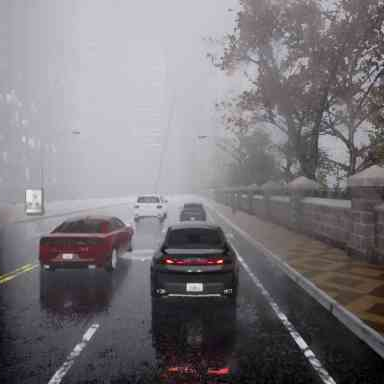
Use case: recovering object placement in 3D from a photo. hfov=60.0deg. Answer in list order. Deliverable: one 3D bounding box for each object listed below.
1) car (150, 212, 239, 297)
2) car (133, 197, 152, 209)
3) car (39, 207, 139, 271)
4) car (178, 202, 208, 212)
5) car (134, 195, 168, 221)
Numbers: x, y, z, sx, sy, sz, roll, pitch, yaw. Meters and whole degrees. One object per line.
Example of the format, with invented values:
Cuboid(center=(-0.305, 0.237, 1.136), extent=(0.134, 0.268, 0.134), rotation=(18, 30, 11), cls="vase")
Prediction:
Cuboid(center=(0.067, 1.503, 8.529), extent=(1.837, 1.490, 4.892), rotation=(0, 0, 0), cls="car")
Cuboid(center=(-6.508, 1.400, 44.297), extent=(1.882, 1.535, 5.008), rotation=(0, 0, 0), cls="car")
Cuboid(center=(-3.151, 1.475, 10.886), extent=(1.882, 1.535, 5.008), rotation=(0, 0, 0), cls="car")
Cuboid(center=(0.071, 1.503, 24.212), extent=(1.837, 1.490, 4.892), rotation=(0, 0, 0), cls="car")
Cuboid(center=(-3.142, 1.220, 25.922), extent=(2.150, 2.045, 5.566), rotation=(0, 0, -1), cls="car")
